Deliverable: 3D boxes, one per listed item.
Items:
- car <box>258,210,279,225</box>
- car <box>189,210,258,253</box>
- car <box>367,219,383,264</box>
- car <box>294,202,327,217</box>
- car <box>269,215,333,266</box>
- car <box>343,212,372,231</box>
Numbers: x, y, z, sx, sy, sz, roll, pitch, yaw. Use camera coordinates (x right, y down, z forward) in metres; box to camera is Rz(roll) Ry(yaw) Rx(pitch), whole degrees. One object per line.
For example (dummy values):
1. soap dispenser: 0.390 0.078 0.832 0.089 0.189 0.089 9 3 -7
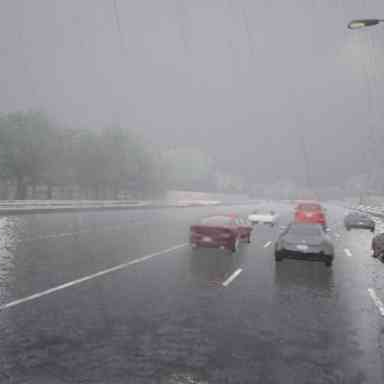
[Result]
1. car: 6.054 2.118 27.521 1.895 1.301 4.718 1 -1 21
2. car: 1.468 1.709 15.106 1.882 1.535 5.008 1 0 21
3. car: 7.673 1.918 11.739 1.994 1.385 4.181 1 -1 21
4. car: 9.158 1.800 25.824 2.150 2.045 5.566 1 -1 21
5. car: 4.387 1.846 12.941 1.994 1.385 4.181 1 -1 21
6. car: 12.943 2.245 25.934 1.994 1.385 4.181 1 -1 21
